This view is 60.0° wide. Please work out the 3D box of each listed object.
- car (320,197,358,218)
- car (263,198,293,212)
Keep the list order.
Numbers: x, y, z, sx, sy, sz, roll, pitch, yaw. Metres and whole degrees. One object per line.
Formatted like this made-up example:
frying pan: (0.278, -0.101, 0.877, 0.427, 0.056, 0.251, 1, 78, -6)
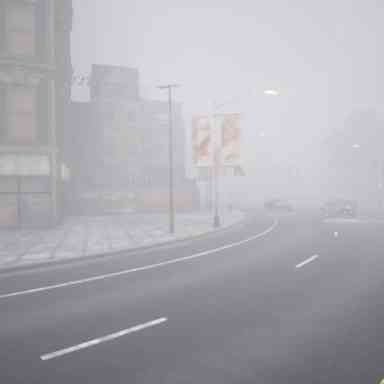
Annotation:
car: (11.848, 1.362, 27.152, 1.994, 1.385, 4.181, -1, 0, 9)
car: (9.088, 1.370, 35.807, 2.033, 1.411, 5.357, -1, 0, -2)
